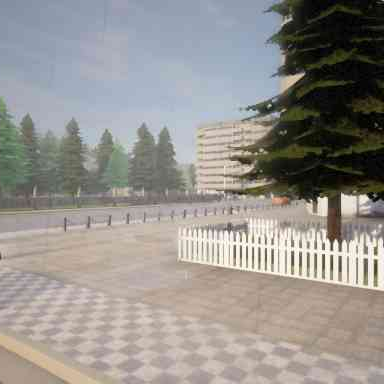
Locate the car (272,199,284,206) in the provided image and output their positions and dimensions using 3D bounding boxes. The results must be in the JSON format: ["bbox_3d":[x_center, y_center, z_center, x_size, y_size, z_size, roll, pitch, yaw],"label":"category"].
[{"bbox_3d":[15.330,1.352,56.748,2.097,1.767,4.553,0,0,36],"label":"car"}]
